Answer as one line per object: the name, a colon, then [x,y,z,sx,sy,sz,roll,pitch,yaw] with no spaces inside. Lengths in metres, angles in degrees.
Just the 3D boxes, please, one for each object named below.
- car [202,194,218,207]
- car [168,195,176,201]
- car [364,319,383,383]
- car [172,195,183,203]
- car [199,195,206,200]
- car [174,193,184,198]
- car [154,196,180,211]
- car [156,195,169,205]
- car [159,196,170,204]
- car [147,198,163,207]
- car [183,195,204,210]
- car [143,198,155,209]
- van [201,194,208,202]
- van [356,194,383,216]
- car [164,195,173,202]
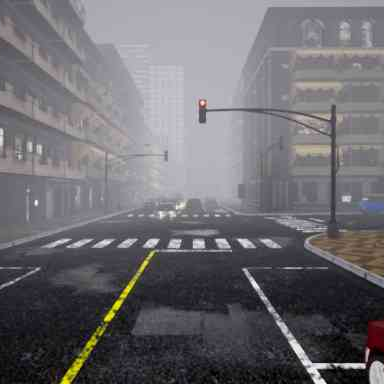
car: [2.836,1.447,50.796,1.967,1.590,4.097,-1,0,0]
car: [-5.422,1.621,89.523,1.802,1.307,4.206,-1,0,0]
car: [2.685,1.544,1.797,1.887,1.381,4.507,0,0,0]
car: [-2.928,1.573,53.572,1.994,1.385,4.181,0,0,0]
car: [2.975,1.590,95.019,1.887,1.381,4.507,-1,0,0]
car: [-2.794,1.240,68.708,2.150,2.045,5.566,0,0,0]
car: [-2.976,1.549,40.574,2.033,1.411,5.357,0,0,0]
car: [-5.510,1.454,61.883,1.967,1.590,4.097,-1,0,0]
car: [-5.491,1.600,67.411,1.802,1.307,4.206,-1,0,0]
car: [-5.543,1.573,50.827,1.947,1.339,4.313,0,0,0]
car: [0.228,1.480,41.981,1.882,1.535,5.008,0,0,0]
car: [-5.559,1.555,45.300,2.008,1.369,4.403,0,0,0]
van: [2.922,1.369,78.435,1.690,1.788,3.998,-1,0,0]
van: [15.723,1.032,27.327,3.998,1.788,1.690,-1,1,-1]
car: [-5.457,1.553,78.297,1.752,1.417,4.829,-1,0,0]
